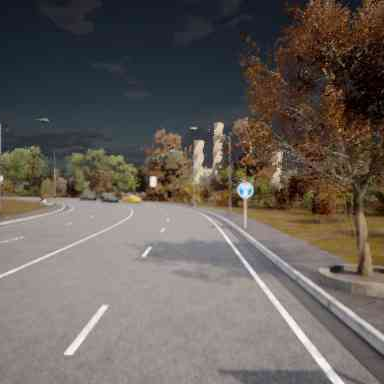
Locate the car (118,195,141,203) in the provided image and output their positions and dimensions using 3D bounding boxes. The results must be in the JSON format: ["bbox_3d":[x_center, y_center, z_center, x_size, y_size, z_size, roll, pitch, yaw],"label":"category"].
[{"bbox_3d":[-11.284,1.275,62.097,1.882,1.535,5.008,1,0,-38],"label":"car"}]

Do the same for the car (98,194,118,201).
[{"bbox_3d":[-17.797,1.156,70.244,4.718,1.301,1.895,1,0,43],"label":"car"}]

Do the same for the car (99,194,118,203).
[{"bbox_3d":[-15.156,1.318,61.514,1.994,1.385,4.181,1,0,-38],"label":"car"}]

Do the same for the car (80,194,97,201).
[{"bbox_3d":[-21.500,1.123,68.990,4.181,1.385,1.994,1,0,43],"label":"car"}]
